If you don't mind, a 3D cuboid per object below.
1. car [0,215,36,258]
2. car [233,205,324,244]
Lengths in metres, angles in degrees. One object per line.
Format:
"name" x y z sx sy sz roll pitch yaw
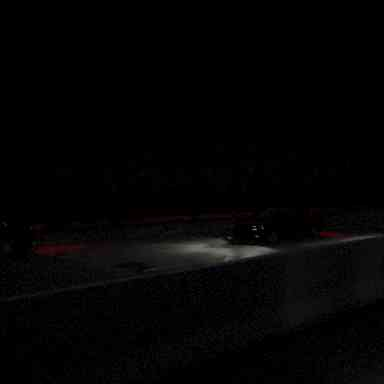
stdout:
"car" -7.952 1.506 11.218 4.892 1.490 1.837 0 0 -36
"car" 4.111 1.402 15.529 5.008 1.535 1.882 0 0 -36
